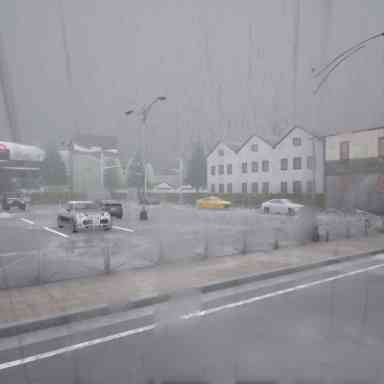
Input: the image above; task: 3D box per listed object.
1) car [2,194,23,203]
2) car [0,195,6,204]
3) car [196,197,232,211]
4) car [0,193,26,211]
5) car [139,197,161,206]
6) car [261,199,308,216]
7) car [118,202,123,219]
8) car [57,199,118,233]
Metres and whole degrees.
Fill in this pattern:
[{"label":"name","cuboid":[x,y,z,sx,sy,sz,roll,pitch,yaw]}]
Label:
[{"label":"car","cuboid":[-39.404,1.328,72.930,3.866,1.878,1.905,0,0,-36]},{"label":"car","cuboid":[-39.629,1.495,65.801,4.611,1.667,2.242,0,0,-36]},{"label":"car","cuboid":[2.517,1.301,38.703,1.882,1.535,5.008,0,0,-35]},{"label":"car","cuboid":[-20.255,1.092,37.855,1.905,1.878,3.866,0,0,-36]},{"label":"car","cuboid":[-6.580,1.389,51.610,1.994,1.385,4.181,0,0,-35]},{"label":"car","cuboid":[8.397,1.349,30.482,1.812,1.442,4.674,0,0,-36]},{"label":"car","cuboid":[-6.864,1.313,25.457,2.007,1.523,4.514,0,0,-36]},{"label":"car","cuboid":[-5.731,1.248,17.595,1.970,1.475,3.806,0,0,-36]}]
